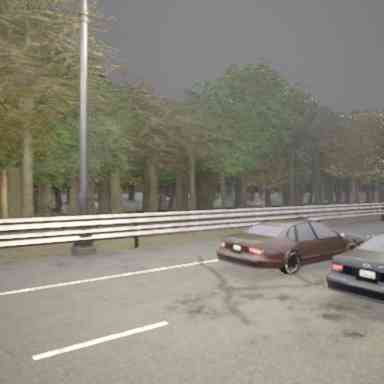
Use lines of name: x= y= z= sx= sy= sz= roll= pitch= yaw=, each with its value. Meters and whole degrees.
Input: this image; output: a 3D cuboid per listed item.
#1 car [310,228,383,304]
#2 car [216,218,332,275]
car: x=5.233 y=1.533 z=7.494 sx=5.357 sy=1.411 sz=2.033 roll=0 pitch=0 yaw=-35
car: x=3.254 y=1.533 z=10.379 sx=5.357 sy=1.411 sz=2.033 roll=0 pitch=0 yaw=-35
